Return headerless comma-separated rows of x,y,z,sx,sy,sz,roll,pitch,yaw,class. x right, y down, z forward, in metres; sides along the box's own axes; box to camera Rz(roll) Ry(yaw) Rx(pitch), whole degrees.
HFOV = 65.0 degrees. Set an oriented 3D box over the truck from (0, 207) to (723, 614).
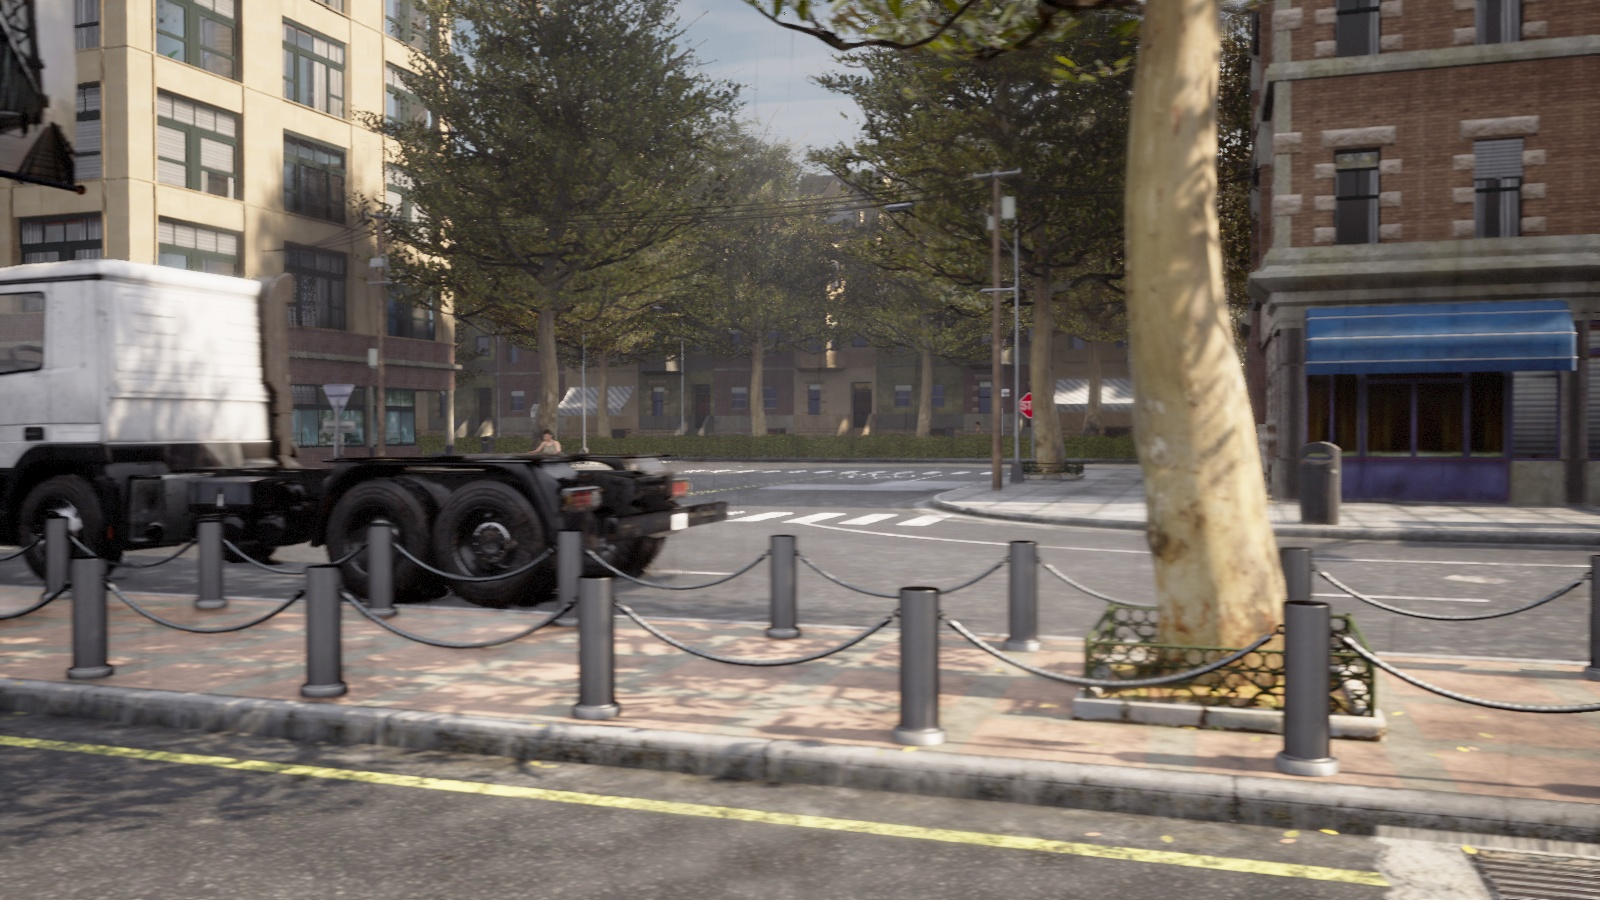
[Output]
-5.055,-0.388,13.319,7.936,3.462,2.891,1,1,19,truck
